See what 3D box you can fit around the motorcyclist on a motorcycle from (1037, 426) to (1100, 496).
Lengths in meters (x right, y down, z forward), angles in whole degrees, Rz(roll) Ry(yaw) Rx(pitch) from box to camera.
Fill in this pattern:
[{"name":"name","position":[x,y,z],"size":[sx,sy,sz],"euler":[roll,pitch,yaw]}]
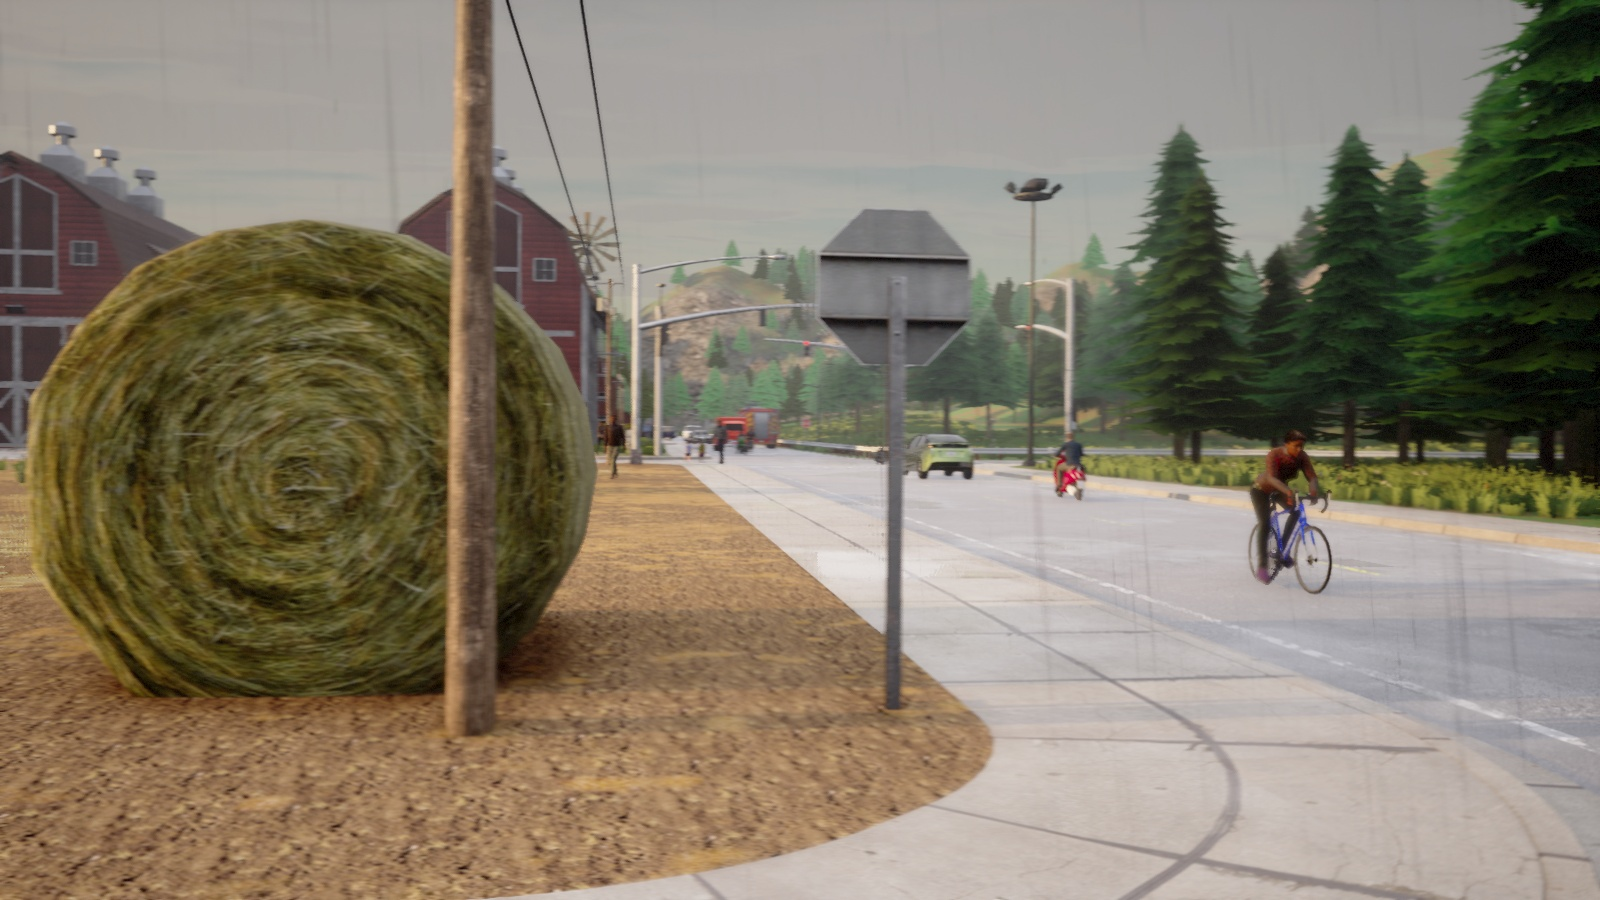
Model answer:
[{"name":"motorcyclist on a motorcycle","position":[6.325,0.237,29.689],"size":[0.866,1.590,1.817],"euler":[-1,1,-7]}]

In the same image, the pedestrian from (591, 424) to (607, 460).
[{"name":"pedestrian","position":[-10.185,-0.415,63.670],"size":[0.328,1.805,0.869],"euler":[-2,1,-44]}]

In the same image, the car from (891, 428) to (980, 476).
[{"name":"car","position":[4.579,0.044,43.005],"size":[2.007,1.525,4.514],"euler":[-1,1,-7]}]

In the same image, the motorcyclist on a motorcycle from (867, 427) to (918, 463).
[{"name":"motorcyclist on a motorcycle","position":[4.496,-0.246,60.860],"size":[2.350,1.649,0.766],"euler":[-1,2,-22]}]

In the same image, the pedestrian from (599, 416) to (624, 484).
[{"name":"pedestrian","position":[-5.139,-0.006,34.262],"size":[0.431,1.840,0.703],"euler":[-1,1,9]}]

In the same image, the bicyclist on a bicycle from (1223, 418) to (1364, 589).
[{"name":"bicyclist on a bicycle","position":[5.004,0.517,12.840],"size":[0.582,1.620,1.656],"euler":[-1,0,-7]}]

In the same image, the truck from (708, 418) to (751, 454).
[{"name":"truck","position":[-5.089,-1.000,89.787],"size":[2.627,2.467,5.204],"euler":[-1,1,-7]}]

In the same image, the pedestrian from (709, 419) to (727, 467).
[{"name":"pedestrian","position":[-3.330,-0.286,51.154],"size":[0.423,1.949,0.788],"euler":[0,1,20]}]

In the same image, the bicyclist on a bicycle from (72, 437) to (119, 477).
[{"name":"bicyclist on a bicycle","position":[-29.592,0.287,52.775],"size":[1.509,1.612,0.866],"euler":[-1,1,-9]}]
